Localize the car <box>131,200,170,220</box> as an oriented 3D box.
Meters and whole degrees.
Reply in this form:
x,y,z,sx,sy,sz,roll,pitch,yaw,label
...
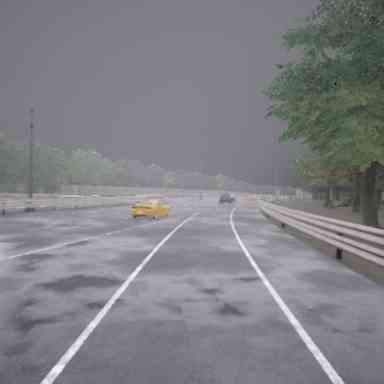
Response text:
x,y,z,sx,sy,sz,roll,pitch,yaw,label
-3.310,1.410,27.697,1.882,1.535,5.008,1,0,15,car

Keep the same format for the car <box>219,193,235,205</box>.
x,y,z,sx,sy,sz,roll,pitch,yaw,label
6.495,1.243,60.941,2.150,2.045,5.566,1,0,17,car

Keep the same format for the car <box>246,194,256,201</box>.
x,y,z,sx,sy,sz,roll,pitch,yaw,label
16.189,1.461,90.448,2.097,1.767,4.553,1,0,19,car
